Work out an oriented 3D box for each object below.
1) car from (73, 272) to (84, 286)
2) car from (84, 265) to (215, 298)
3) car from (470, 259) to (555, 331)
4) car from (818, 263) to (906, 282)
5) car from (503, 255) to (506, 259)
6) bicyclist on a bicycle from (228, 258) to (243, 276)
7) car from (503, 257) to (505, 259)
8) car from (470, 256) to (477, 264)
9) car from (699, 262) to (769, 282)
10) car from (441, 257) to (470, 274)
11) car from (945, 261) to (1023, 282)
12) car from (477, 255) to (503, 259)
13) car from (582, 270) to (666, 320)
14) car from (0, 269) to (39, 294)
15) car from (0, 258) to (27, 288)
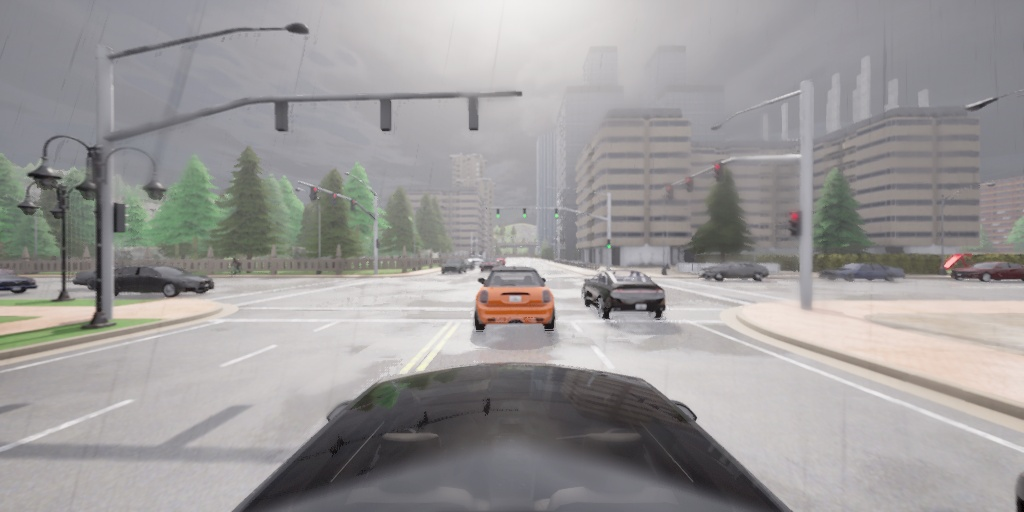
[{"bbox_3d":[-22.564,1.238,21.274,5.357,1.411,2.033,0,0,1],"label":"car"},{"bbox_3d":[-17.477,1.207,17.699,4.892,1.490,1.837,0,0,1],"label":"car"},{"bbox_3d":[0.002,1.078,11.063,2.097,1.767,4.553,0,0,-2],"label":"car"},{"bbox_3d":[27.067,1.239,27.761,5.357,1.411,2.033,0,0,1],"label":"car"},{"bbox_3d":[-2.234,0.812,62.889,2.150,2.045,5.566,0,0,2],"label":"car"},{"bbox_3d":[-24.888,0.962,32.287,0.582,1.620,1.656,0,0,1],"label":"bicyclist on a bicycle"},{"bbox_3d":[-2.459,1.182,52.210,1.994,1.385,4.181,0,0,2],"label":"car"},{"bbox_3d":[-6.036,1.119,48.148,2.128,1.511,4.902,0,0,1],"label":"car"},{"bbox_3d":[17.195,1.179,27.902,4.902,1.511,2.128,0,0,1],"label":"car"},{"bbox_3d":[-6.256,1.002,39.201,2.097,1.767,4.553,0,0,3],"label":"car"},{"bbox_3d":[36.995,1.173,27.611,5.008,1.535,1.882,0,0,1],"label":"car"},{"bbox_3d":[-2.608,0.992,43.590,2.097,1.767,4.553,0,0,1],"label":"car"},{"bbox_3d":[3.697,1.215,12.568,2.128,1.511,4.902,0,0,1],"label":"car"},{"bbox_3d":[-27.212,1.246,17.851,5.357,1.411,2.033,0,0,1],"label":"car"},{"bbox_3d":[-32.663,1.039,21.454,4.553,1.767,2.097,0,0,1],"label":"car"}]
